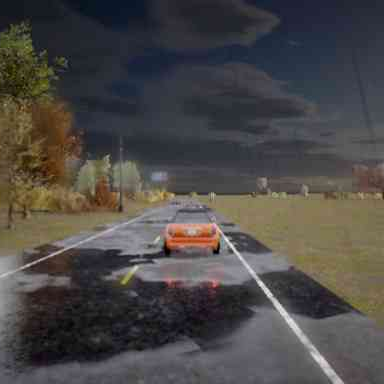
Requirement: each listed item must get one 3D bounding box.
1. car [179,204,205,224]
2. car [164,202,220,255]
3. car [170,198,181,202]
[{"bbox_3d":[-0.002,1.820,28.990,2.033,1.411,5.357,0,-1,0],"label":"car"},{"bbox_3d":[0.002,1.483,14.077,2.097,1.767,4.553,0,-1,0],"label":"car"},{"bbox_3d":[-3.507,2.028,71.820,2.097,1.767,4.553,0,-1,0],"label":"car"}]
